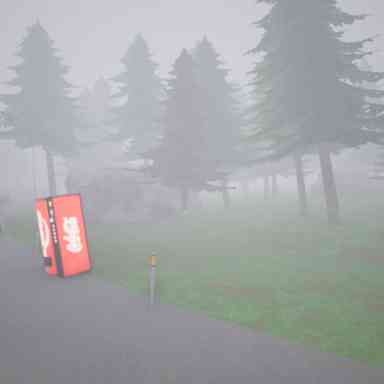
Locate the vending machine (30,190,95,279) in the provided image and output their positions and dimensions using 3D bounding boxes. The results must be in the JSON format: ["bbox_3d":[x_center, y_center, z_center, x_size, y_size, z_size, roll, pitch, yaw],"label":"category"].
[{"bbox_3d":[-3.456,1.097,8.903,1.100,2.100,0.880,-9,1,-45],"label":"vending machine"}]

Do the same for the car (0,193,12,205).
[{"bbox_3d":[-22.103,0.879,37.401,2.128,1.511,4.902,-4,2,-6],"label":"car"}]
